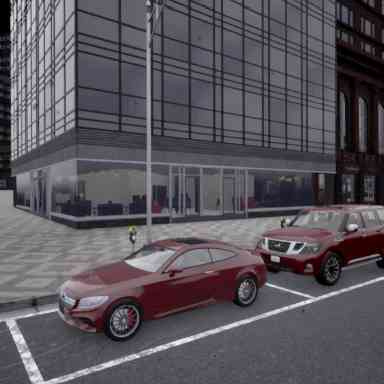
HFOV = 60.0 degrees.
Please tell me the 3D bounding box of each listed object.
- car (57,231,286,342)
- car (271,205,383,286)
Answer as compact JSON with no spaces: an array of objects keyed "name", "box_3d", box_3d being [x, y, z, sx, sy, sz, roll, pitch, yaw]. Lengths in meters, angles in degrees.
[{"name":"car","box_3d":[-0.338,1.582,6.419,4.206,1.307,1.802,0,0,-36]},{"name":"car","box_3d":[4.074,1.315,9.578,5.009,1.841,2.192,0,0,-36]}]
